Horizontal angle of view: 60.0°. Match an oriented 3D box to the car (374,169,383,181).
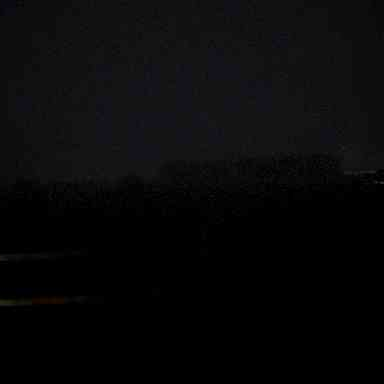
[{"bbox_3d":[24.592,-2.208,42.732,1.812,1.442,4.674,-2,4,22],"label":"car"}]
